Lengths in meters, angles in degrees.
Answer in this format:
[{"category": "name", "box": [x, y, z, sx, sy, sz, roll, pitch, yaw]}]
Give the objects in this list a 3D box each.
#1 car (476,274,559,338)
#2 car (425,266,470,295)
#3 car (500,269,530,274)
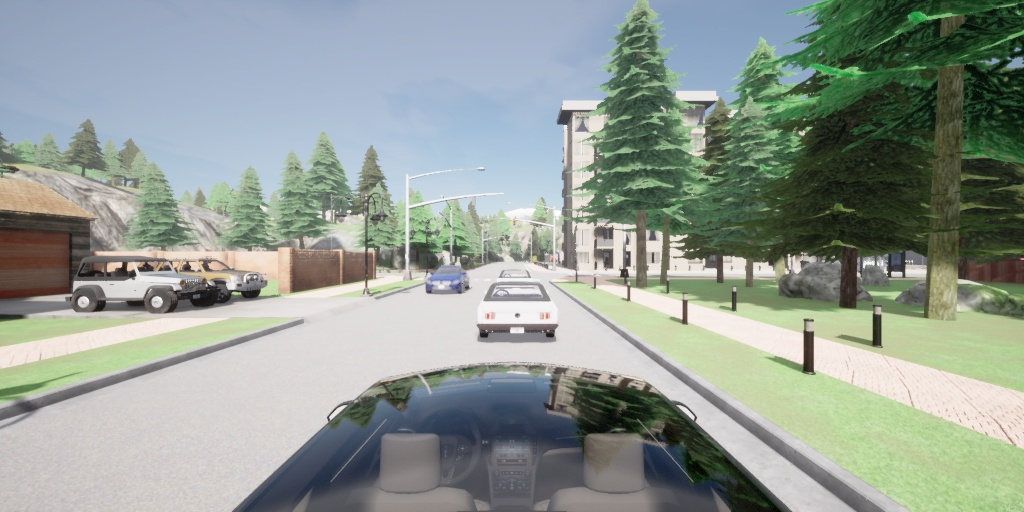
[{"category": "car", "box": [0.131, 1.351, 10.148, 1.895, 1.301, 4.718, 0, 0, 0]}, {"category": "car", "box": [-3.460, 1.275, 19.993, 1.812, 1.442, 4.674, 0, 0, 1]}, {"category": "car", "box": [0.160, 1.351, 19.316, 1.895, 1.301, 4.718, 0, 0, 0]}]
